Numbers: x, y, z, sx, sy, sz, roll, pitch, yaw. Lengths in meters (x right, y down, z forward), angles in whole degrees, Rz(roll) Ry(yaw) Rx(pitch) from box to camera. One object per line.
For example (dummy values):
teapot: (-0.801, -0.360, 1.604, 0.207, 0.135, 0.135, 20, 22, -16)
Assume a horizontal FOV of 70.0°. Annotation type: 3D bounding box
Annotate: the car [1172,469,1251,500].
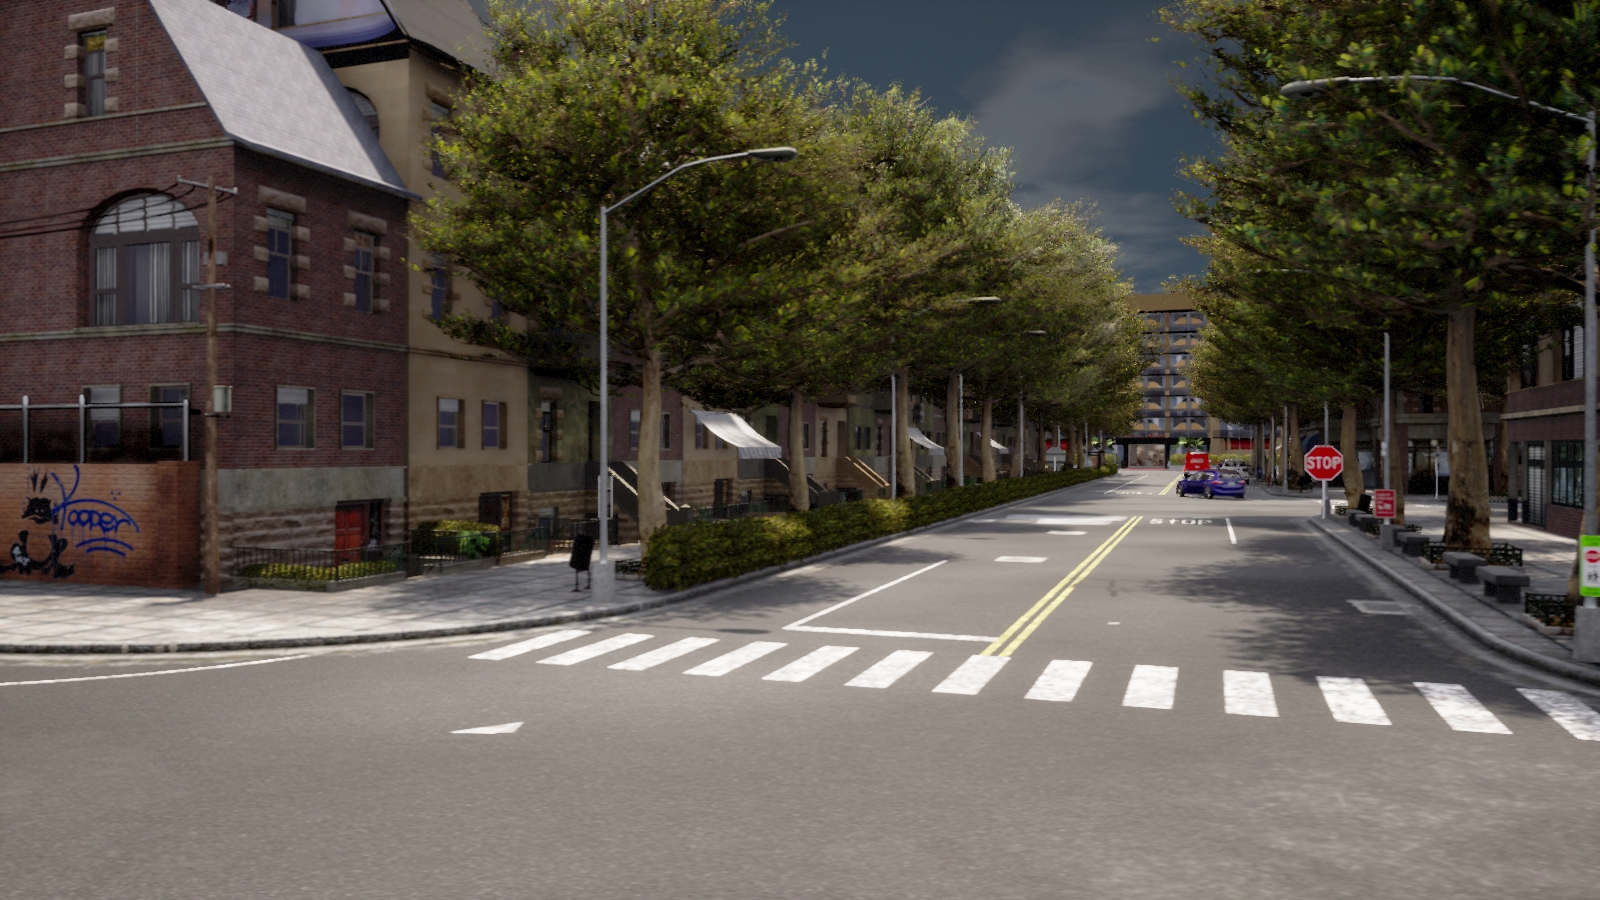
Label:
car: (23.917, 1.967, 66.600, 2.242, 1.667, 4.611, 0, 0, -12)
